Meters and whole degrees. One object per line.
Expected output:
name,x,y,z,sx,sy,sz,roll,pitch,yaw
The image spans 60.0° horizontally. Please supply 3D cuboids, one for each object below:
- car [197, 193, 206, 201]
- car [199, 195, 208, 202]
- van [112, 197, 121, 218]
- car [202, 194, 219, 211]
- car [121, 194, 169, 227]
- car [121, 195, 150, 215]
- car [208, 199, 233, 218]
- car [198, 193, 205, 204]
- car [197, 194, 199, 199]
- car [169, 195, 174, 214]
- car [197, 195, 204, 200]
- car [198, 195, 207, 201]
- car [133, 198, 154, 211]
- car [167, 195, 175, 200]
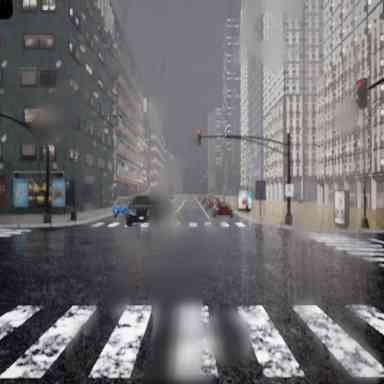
car,2.448,1.191,84.414,2.192,1.841,5.009,0,0,0
car,2.479,1.432,73.359,1.887,1.381,4.507,0,0,0
van,-5.768,1.288,29.114,1.690,1.788,3.998,0,0,0
car,2.579,1.369,40.193,1.967,1.590,4.097,0,0,0
car,-3.068,1.200,22.883,2.150,2.045,5.566,0,0,0
car,-5.784,1.253,34.641,2.192,1.841,5.009,0,0,0
car,2.611,1.529,29.138,1.802,1.307,4.206,0,0,0
car,2.529,1.345,56.776,1.967,1.590,4.097,0,0,0
car,2.496,1.443,67.831,2.008,1.369,4.403,0,0,0
car,-3.102,1.428,34.379,1.882,1.535,5.008,0,0,0
car,2.413,1.450,95.469,1.802,1.307,4.206,0,0,0
car,2.463,1.463,78.886,1.802,1.307,4.206,0,0,0
car,-5.803,1.473,40.170,1.887,1.381,4.507,0,0,0
car,-5.967,1.434,95.445,1.947,1.339,4.313,0,0,0
